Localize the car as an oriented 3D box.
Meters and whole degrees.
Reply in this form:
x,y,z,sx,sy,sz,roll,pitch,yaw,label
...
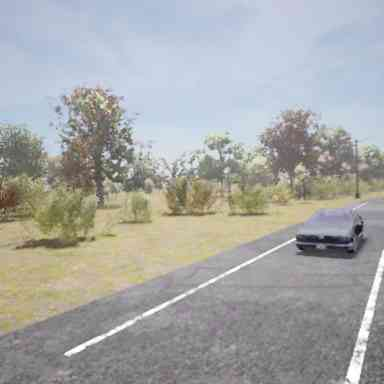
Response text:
x,y,z,sx,sy,sz,roll,pitch,yaw,label
5.549,1.345,12.926,2.033,1.411,5.357,-2,0,32,car
